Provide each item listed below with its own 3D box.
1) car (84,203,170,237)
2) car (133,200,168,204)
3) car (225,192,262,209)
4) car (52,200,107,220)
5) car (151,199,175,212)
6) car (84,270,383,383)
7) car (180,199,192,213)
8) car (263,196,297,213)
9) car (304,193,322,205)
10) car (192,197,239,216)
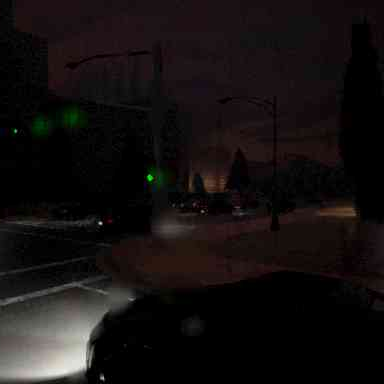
[{"bbox_3d":[-3.453,1.564,18.425,1.994,1.385,4.181,0,0,36],"label":"car"},{"bbox_3d":[-4.599,1.601,29.096,1.895,1.301,4.718,0,0,36],"label":"car"},{"bbox_3d":[7.028,1.221,45.078,2.150,2.045,5.566,0,0,36],"label":"car"},{"bbox_3d":[-9.402,1.478,28.456,1.882,1.535,5.008,0,0,36],"label":"car"},{"bbox_3d":[-3.878,1.505,36.039,1.837,1.490,4.892,0,0,36],"label":"car"},{"bbox_3d":[0.820,1.564,3.416,4.181,1.385,1.994,0,0,35],"label":"car"},{"bbox_3d":[0.723,1.352,36.422,2.097,1.767,4.553,0,0,36],"label":"car"},{"bbox_3d":[9.842,1.491,36.718,2.128,1.511,4.902,0,0,36],"label":"car"},{"bbox_3d":[21.546,1.491,58.777,2.128,1.511,4.902,0,0,36],"label":"car"},{"bbox_3d":[2.397,1.505,32.427,1.837,1.490,4.892,0,0,36],"label":"car"}]
